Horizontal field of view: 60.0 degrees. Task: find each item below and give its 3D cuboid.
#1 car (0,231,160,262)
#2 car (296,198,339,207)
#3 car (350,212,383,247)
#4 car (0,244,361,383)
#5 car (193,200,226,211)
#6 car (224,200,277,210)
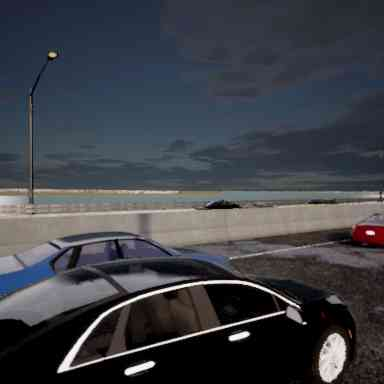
[{"bbox_3d":[-1.653,1.548,6.866,5.357,1.411,2.033,0,0,-35],"label":"car"},{"bbox_3d":[10.876,1.353,28.857,4.553,1.767,2.097,0,0,-35],"label":"car"},{"bbox_3d":[8.588,1.564,14.149,4.181,1.385,1.994,0,0,-36],"label":"car"},{"bbox_3d":[-0.121,1.505,3.656,4.892,1.490,1.837,0,0,-36],"label":"car"},{"bbox_3d":[2.380,1.479,31.436,5.008,1.535,1.882,0,0,-35],"label":"car"},{"bbox_3d":[5.436,1.602,29.312,4.718,1.301,1.895,0,0,-35],"label":"car"}]
